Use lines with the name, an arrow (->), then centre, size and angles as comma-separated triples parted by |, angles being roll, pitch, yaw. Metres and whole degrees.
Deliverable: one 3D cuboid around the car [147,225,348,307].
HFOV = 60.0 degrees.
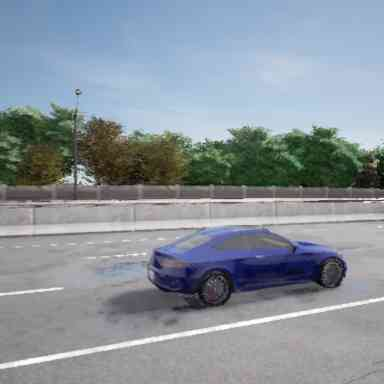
car -> 1.320, 1.485, 7.625 | 4.674, 1.442, 1.812 | -1, -1, -22
